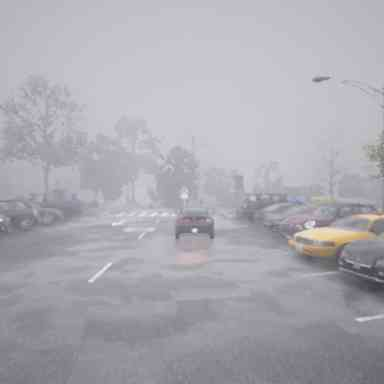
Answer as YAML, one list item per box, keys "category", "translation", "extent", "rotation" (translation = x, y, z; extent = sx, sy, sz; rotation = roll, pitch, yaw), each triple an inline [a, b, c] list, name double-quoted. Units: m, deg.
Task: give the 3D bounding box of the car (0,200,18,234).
- category: "car"
  translation: [-10.964, 1.271, 15.501]
  extent: [4.553, 1.767, 2.185]
  rotation: [-1, 0, -20]

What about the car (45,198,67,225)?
- category: "car"
  translation: [-10.932, 1.362, 21.554]
  extent: [4.892, 1.521, 2.231]
  rotation: [-1, 0, -20]

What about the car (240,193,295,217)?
- category: "car"
  translation: [6.051, 1.100, 23.132]
  extent: [5.566, 2.045, 2.435]
  rotation: [1, 0, -20]

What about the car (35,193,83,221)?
- category: "car"
  translation: [-10.947, 1.093, 24.557]
  extent: [5.566, 2.045, 2.435]
  rotation: [-1, 1, -20]

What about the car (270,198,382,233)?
- category: "car"
  translation: [6.047, 1.278, 14.248]
  extent: [4.553, 1.767, 2.185]
  rotation: [1, 1, -20]

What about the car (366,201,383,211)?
- category: "car"
  translation: [31.470, 2.294, 54.447]
  extent: [1.946, 1.575, 5.366]
  rotation: [2, 0, -21]

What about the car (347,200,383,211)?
- category: "car"
  translation: [28.149, 2.197, 54.229]
  extent: [2.231, 1.521, 4.892]
  rotation: [2, 0, -21]

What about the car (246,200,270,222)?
- category: "car"
  translation: [6.021, 1.408, 20.158]
  extent: [4.674, 1.452, 2.002]
  rotation: [1, 0, -20]

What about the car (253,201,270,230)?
- category: "car"
  translation: [6.023, 1.387, 17.200]
  extent: [4.892, 1.521, 2.231]
  rotation: [1, 1, -20]

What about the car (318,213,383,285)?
- category: "car"
  translation: [6.010, 1.439, 8.329]
  extent: [4.892, 1.521, 2.231]
  rotation: [1, 1, -20]

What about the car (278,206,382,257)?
- category: "car"
  translation: [5.841, 1.415, 11.212]
  extent: [5.366, 1.575, 1.946]
  rotation: [1, 1, -20]

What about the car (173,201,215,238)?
- category: "car"
  translation: [0.118, 1.406, 16.910]
  extent: [1.837, 1.490, 4.892]
  rotation: [0, 0, 0]

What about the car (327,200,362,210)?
- category: "car"
  translation: [24.756, 2.093, 54.200]
  extent: [2.231, 1.521, 4.892]
  rotation: [2, -1, -21]

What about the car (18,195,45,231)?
- category: "car"
  translation: [-10.900, 1.253, 18.539]
  extent: [4.553, 1.767, 2.185]
  rotation: [-1, 1, -20]
